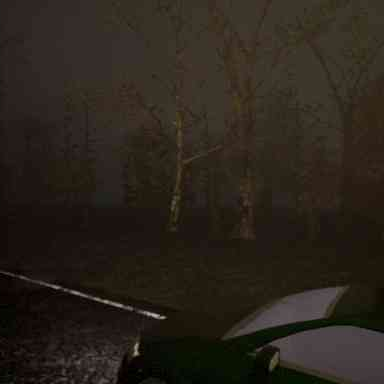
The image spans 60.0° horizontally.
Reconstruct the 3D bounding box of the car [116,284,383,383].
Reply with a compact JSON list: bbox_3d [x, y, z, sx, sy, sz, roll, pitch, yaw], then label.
[{"bbox_3d":[1.335,1.539,2.755,4.181,1.385,1.994,1,0,35],"label":"car"}]
